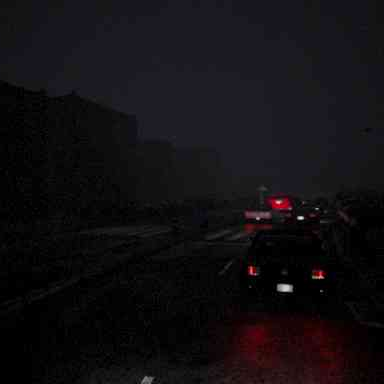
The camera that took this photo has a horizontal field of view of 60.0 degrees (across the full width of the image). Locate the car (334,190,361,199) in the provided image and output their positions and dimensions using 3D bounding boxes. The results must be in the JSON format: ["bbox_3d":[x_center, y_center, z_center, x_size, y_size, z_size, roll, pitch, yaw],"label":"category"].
[{"bbox_3d":[35.710,0.617,76.454,5.566,2.045,2.435,-1,0,23],"label":"car"}]

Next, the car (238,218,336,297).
[{"bbox_3d":[2.452,1.607,8.699,1.895,1.301,4.718,-1,0,16],"label":"car"}]

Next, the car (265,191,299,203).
[{"bbox_3d":[9.555,1.145,35.117,2.150,2.045,5.566,-1,0,23],"label":"car"}]

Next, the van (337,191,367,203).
[{"bbox_3d":[26.828,0.795,56.076,4.442,1.987,1.878,-1,0,23],"label":"van"}]

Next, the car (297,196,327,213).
[{"bbox_3d":[11.962,1.448,32.965,1.994,1.385,4.181,-1,0,24],"label":"car"}]

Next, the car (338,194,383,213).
[{"bbox_3d":[17.063,1.142,33.049,4.553,1.767,2.185,-1,0,23],"label":"car"}]

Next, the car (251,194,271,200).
[{"bbox_3d":[17.774,1.245,85.792,4.674,1.452,2.002,-1,0,23],"label":"car"}]

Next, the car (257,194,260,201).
[{"bbox_3d":[11.243,1.300,70.593,4.892,1.521,2.231,-1,0,23],"label":"car"}]

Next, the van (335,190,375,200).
[{"bbox_3d":[14.774,1.097,28.116,4.442,1.987,1.878,-1,0,23],"label":"van"}]

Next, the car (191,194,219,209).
[{"bbox_3d":[0.311,1.289,45.280,5.566,2.045,2.435,-1,0,23],"label":"car"}]

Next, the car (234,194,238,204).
[{"bbox_3d":[4.670,1.308,55.413,4.553,1.767,2.185,-1,0,23],"label":"car"}]

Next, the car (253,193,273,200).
[{"bbox_3d":[18.861,1.194,88.326,5.008,1.535,2.097,-1,0,23],"label":"car"}]

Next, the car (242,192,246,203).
[{"bbox_3d":[6.906,1.258,60.453,4.553,1.767,2.185,-1,0,23],"label":"car"}]

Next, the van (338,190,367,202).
[{"bbox_3d":[28.142,0.769,58.534,4.442,1.987,1.878,-1,0,23],"label":"van"}]

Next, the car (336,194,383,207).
[{"bbox_3d":[21.608,1.145,43.196,5.366,1.575,1.946,-1,0,23],"label":"car"}]

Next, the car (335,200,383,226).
[{"bbox_3d":[11.555,1.396,20.420,4.792,1.488,2.163,-1,0,23],"label":"car"}]

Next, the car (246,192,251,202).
[{"bbox_3d":[7.975,1.363,62.996,4.892,1.521,2.231,-1,0,23],"label":"car"}]

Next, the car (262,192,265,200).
[{"bbox_3d":[13.420,1.304,75.659,4.674,1.452,2.002,-1,0,23],"label":"car"}]

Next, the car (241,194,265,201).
[{"bbox_3d":[14.337,1.248,78.267,5.366,1.575,1.946,-1,0,23],"label":"car"}]

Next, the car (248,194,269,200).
[{"bbox_3d":[16.660,1.249,83.271,4.792,1.488,2.163,-1,0,23],"label":"car"}]

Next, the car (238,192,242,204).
[{"bbox_3d":[5.759,1.283,57.945,4.553,1.767,2.185,-1,0,23],"label":"car"}]

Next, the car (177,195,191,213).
[{"bbox_3d":[-2.902,1.492,37.655,4.553,1.767,2.185,-1,0,23],"label":"car"}]

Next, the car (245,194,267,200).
[{"bbox_3d":[15.602,1.233,80.723,4.892,1.521,2.231,-1,0,23],"label":"car"}]

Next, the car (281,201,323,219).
[{"bbox_3d":[7.307,1.524,21.884,1.994,1.385,4.181,-1,0,22],"label":"car"}]

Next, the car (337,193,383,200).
[{"bbox_3d":[13.760,1.214,25.387,4.553,1.767,2.185,-1,0,23],"label":"car"}]

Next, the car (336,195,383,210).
[{"bbox_3d":[19.243,1.211,38.163,4.892,1.521,2.231,-1,0,23],"label":"car"}]

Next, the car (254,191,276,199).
[{"bbox_3d":[19.925,0.932,90.868,5.566,2.045,2.435,-1,0,23],"label":"car"}]

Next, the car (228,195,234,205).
[{"bbox_3d":[3.606,1.459,52.870,5.008,1.535,2.097,-1,0,23],"label":"car"}]

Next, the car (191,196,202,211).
[{"bbox_3d":[-1.842,1.596,40.207,4.892,1.521,2.231,-1,0,23],"label":"car"}]

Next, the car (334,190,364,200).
[{"bbox_3d":[32.410,0.665,68.801,5.566,2.045,2.435,-1,0,23],"label":"car"}]

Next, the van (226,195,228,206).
[{"bbox_3d":[2.624,1.258,50.288,4.442,1.987,1.878,-1,0,23],"label":"van"}]

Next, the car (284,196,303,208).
[{"bbox_3d":[13.672,1.320,44.712,1.837,1.490,4.892,-1,0,24],"label":"car"}]

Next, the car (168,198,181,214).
[{"bbox_3d":[-4.015,1.679,35.133,4.674,1.452,2.002,-1,0,23],"label":"car"}]

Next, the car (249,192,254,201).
[{"bbox_3d":[9.065,1.340,65.529,4.892,1.521,2.231,-1,0,23],"label":"car"}]

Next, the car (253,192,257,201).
[{"bbox_3d":[10.154,1.320,68.061,4.892,1.521,2.231,-1,0,23],"label":"car"}]

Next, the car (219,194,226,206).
[{"bbox_3d":[1.602,1.507,47.729,5.366,1.575,1.946,-1,0,23],"label":"car"}]

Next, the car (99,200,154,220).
[{"bbox_3d":[-6.172,1.549,30.053,4.553,1.767,2.185,-1,0,23],"label":"car"}]

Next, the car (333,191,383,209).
[{"bbox_3d":[20.359,0.929,40.705,5.566,2.045,2.435,-1,0,23],"label":"car"}]

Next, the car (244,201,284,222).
[{"bbox_3d":[5.607,1.598,25.883,1.895,1.301,4.718,-1,0,24],"label":"car"}]

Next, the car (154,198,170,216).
[{"bbox_3d":[-5.112,1.659,32.605,5.008,1.535,2.097,-1,0,23],"label":"car"}]

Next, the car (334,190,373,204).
[{"bbox_3d":[25.860,0.793,53.466,5.566,2.045,2.435,-1,0,23],"label":"car"}]
